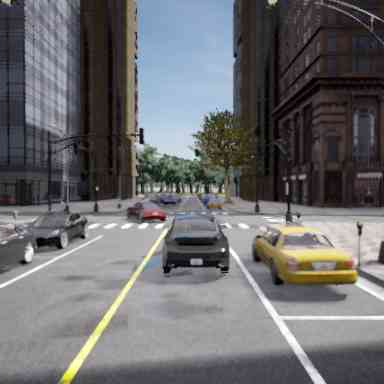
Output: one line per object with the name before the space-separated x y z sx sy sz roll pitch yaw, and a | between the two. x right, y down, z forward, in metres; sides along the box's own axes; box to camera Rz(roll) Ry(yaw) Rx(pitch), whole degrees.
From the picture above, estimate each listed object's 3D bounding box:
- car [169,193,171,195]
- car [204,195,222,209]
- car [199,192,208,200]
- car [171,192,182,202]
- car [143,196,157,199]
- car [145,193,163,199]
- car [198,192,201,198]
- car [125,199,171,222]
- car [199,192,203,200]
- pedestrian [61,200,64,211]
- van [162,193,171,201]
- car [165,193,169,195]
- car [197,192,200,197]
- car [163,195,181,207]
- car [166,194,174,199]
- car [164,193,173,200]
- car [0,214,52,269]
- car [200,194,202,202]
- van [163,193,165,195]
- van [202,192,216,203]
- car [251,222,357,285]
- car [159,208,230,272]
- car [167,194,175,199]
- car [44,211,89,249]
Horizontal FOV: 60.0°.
car | -5.773 1.318 63.976 2.008 1.369 4.403 -1 0 0
car | 2.753 1.397 41.435 1.752 1.417 4.829 -1 0 0
car | 2.750 0.991 81.019 2.192 1.841 5.009 -1 0 0
car | -3.021 1.264 65.392 1.837 1.490 4.892 0 1 0
car | -5.772 1.454 41.256 1.802 1.307 4.206 -1 0 0
car | -5.775 1.164 46.936 2.192 1.841 5.009 -1 0 0
car | 2.752 1.283 69.662 1.887 1.381 4.507 -1 0 0
car | -3.665 1.492 25.673 1.994 1.385 4.181 0 1 -31
car | 2.753 1.292 64.153 1.752 1.417 4.829 -1 0 0
pedestrian | -12.524 1.288 32.089 0.500 1.100 0.500 0 0 0
van | -5.775 1.048 75.334 1.690 1.788 3.998 0 0 0
car | -5.775 1.111 58.295 2.192 1.841 5.009 -1 0 0
car | 2.752 1.258 75.341 2.008 1.369 4.403 -1 0 0
car | -3.085 1.442 48.637 1.895 1.301 4.718 0 0 0
car | -5.773 1.190 86.694 1.887 1.381 4.507 0 0 0
car | -5.774 1.116 81.014 1.967 1.590 4.097 0 0 0
car | -5.772 1.530 8.907 2.008 1.369 4.403 -1 0 0
car | 2.753 1.390 52.625 1.947 1.339 4.313 -1 0 0
van | -5.774 1.165 52.616 1.690 1.788 3.998 -1 0 0
van | 2.751 1.190 46.944 1.690 1.788 3.998 -1 0 0
car | 2.753 1.504 9.252 1.752 1.417 4.829 -1 0 0
car | 0.095 1.479 10.654 1.837 1.490 4.892 0 0 0
car | -5.773 1.195 92.374 1.802 1.307 4.206 0 0 0
car | -5.772 1.530 14.286 1.947 1.339 4.313 -1 0 0
